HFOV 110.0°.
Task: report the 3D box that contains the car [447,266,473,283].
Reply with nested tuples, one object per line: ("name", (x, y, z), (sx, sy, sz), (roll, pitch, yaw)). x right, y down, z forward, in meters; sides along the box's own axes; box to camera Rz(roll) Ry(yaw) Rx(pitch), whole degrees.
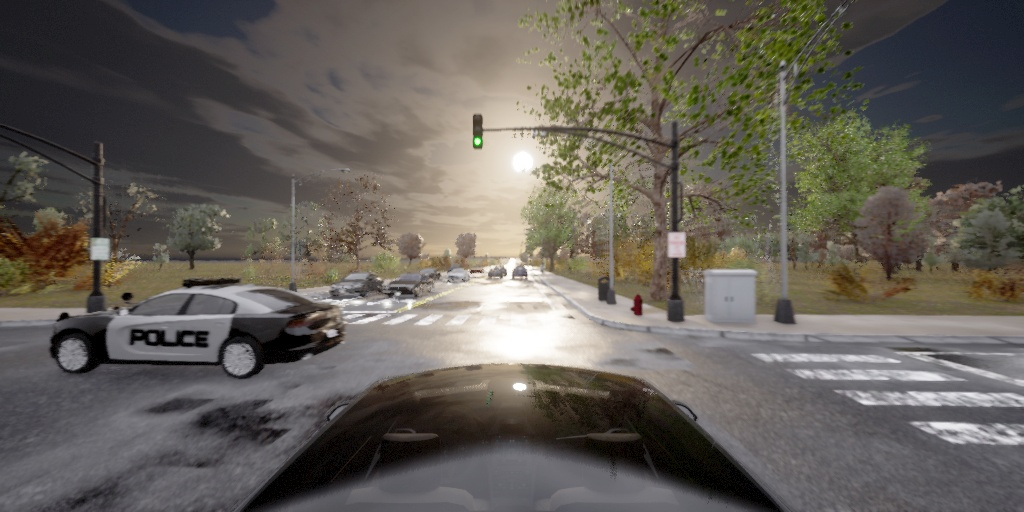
("car", (-5.767, 2.078, 38.958), (1.812, 1.442, 4.674), (0, -1, 2))

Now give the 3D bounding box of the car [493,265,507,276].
("car", (-1.904, 2.326, 59.262), (2.097, 1.767, 4.553), (0, -1, 2))

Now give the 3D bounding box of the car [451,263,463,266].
("car", (-8.521, 1.895, 54.910), (2.097, 1.767, 4.553), (0, -1, 2))

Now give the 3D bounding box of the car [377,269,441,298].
("car", (-6.219, 1.746, 22.426), (2.033, 1.411, 5.357), (0, -1, 2))

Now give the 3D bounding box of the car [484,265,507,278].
("car", (-2.167, 2.259, 49.259), (2.128, 1.511, 4.902), (0, -1, 2))

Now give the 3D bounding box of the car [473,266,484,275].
("car", (-5.273, 2.131, 54.760), (1.895, 1.301, 4.718), (0, -1, 2))

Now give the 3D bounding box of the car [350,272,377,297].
("car", (-9.466, 1.726, 22.466), (1.812, 1.442, 4.674), (0, -1, 1))

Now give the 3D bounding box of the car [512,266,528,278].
("car", (1.081, 2.116, 49.146), (2.097, 1.767, 4.553), (0, -1, 2))

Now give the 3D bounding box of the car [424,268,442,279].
("car", (-9.015, 2.033, 39.113), (1.882, 1.535, 5.008), (0, -1, 2))

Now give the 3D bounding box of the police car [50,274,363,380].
("police car", (-5.973, 1.245, 6.970), (5.238, 1.638, 1.930), (0, -1, 4))
